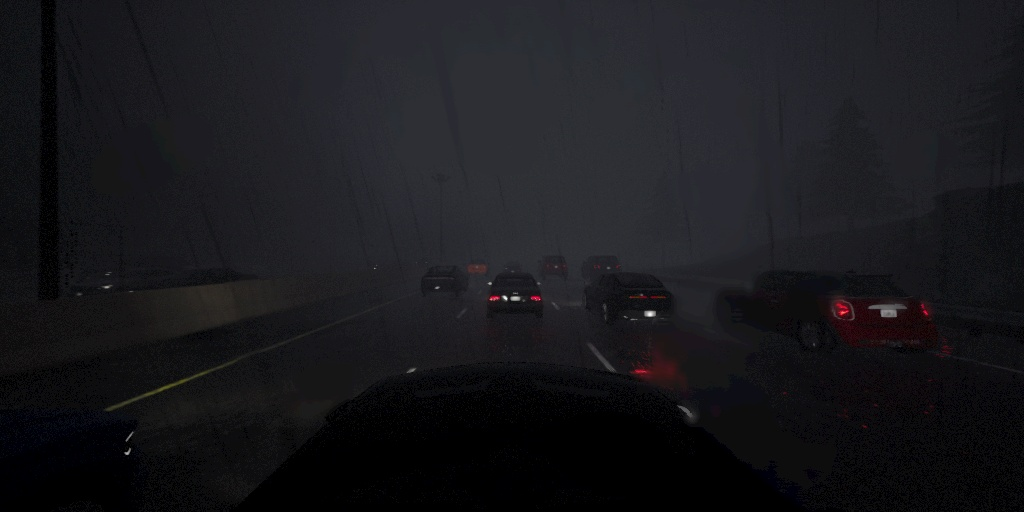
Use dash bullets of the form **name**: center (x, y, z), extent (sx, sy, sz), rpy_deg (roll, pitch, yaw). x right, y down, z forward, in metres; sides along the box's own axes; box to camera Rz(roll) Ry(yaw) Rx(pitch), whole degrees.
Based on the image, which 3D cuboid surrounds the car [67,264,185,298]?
- **car**: center (-17.595, 1.274, 16.919), extent (1.812, 1.442, 4.674), rpy_deg (0, 0, 0)

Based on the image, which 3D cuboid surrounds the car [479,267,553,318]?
- **car**: center (0.087, 1.297, 13.019), extent (2.033, 1.411, 5.357), rpy_deg (0, 0, 0)

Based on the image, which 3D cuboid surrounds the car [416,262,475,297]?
- **car**: center (-3.404, 1.240, 18.765), extent (2.128, 1.511, 4.902), rpy_deg (0, 0, 0)

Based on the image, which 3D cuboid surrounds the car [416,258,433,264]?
- **car**: center (-14.073, 1.098, 57.416), extent (2.097, 1.767, 4.553), rpy_deg (0, 0, 0)

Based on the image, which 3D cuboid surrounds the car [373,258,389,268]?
- **car**: center (-21.056, 1.309, 59.932), extent (1.994, 1.385, 4.181), rpy_deg (0, 0, 1)

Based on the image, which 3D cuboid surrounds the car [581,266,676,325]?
- **car**: center (3.597, 1.254, 11.759), extent (1.837, 1.490, 4.892), rpy_deg (0, 0, 0)

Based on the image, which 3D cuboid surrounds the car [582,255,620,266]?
- **car**: center (7.091, 0.970, 29.022), extent (2.150, 2.045, 5.566), rpy_deg (0, 0, 0)

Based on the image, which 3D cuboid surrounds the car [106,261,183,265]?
- **car**: center (-21.105, 1.253, 20.543), extent (1.837, 1.490, 4.892), rpy_deg (0, 0, 0)

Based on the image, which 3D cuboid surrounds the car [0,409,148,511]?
- **car**: center (-3.402, 1.228, 0.319), extent (1.882, 1.535, 5.008), rpy_deg (0, 0, 0)

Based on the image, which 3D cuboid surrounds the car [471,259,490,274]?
- **car**: center (-3.413, 1.100, 37.027), extent (2.097, 1.767, 4.553), rpy_deg (0, 0, 0)

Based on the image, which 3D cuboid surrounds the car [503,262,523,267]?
- **car**: center (0.090, 1.274, 35.897), extent (1.812, 1.442, 4.674), rpy_deg (0, 0, 0)

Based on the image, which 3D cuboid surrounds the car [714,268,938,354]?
- **car**: center (7.097, 1.102, 8.887), extent (2.097, 1.767, 4.553), rpy_deg (0, 0, 0)

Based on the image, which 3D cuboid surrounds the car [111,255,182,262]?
- **car**: center (-24.606, 0.972, 23.602), extent (2.150, 2.045, 5.566), rpy_deg (0, 0, 0)

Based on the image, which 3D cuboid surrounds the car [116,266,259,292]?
- **car**: center (-14.106, 1.296, 16.462), extent (2.033, 1.411, 5.357), rpy_deg (0, 0, 0)

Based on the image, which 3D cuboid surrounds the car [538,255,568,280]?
- **car**: center (3.591, 0.970, 31.844), extent (2.150, 2.045, 5.566), rpy_deg (0, 0, 0)

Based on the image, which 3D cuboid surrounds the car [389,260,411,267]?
- **car**: center (-17.567, 1.309, 57.347), extent (1.994, 1.385, 4.181), rpy_deg (0, 0, 0)
